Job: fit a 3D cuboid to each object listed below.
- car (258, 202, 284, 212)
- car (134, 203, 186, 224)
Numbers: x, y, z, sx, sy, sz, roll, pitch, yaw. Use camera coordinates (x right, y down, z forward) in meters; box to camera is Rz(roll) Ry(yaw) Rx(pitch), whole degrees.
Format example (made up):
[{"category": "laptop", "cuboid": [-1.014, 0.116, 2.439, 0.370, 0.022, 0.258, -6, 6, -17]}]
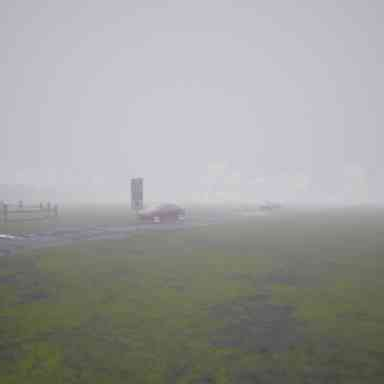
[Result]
[{"category": "car", "cuboid": [10.670, 1.973, 45.000, 1.895, 1.301, 4.718, -1, -1, 36]}, {"category": "car", "cuboid": [-2.479, 1.630, 26.523, 1.882, 1.535, 5.008, -1, -1, 35]}]
